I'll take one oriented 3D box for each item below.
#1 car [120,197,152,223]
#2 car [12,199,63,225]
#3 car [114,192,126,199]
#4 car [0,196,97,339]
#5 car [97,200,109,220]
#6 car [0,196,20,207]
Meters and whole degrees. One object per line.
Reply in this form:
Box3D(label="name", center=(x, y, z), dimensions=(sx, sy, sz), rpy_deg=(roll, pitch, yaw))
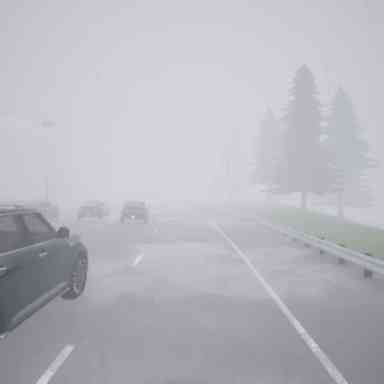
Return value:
Box3D(label="car", center=(-4.092, 1.371, 24.274), dimensions=(1.837, 1.490, 4.892), rpy_deg=(1, 1, -5))
Box3D(label="car", center=(-11.127, 1.371, 24.312), dimensions=(1.837, 1.490, 4.892), rpy_deg=(1, 1, -5))
Box3D(label="car", center=(-19.472, 0.853, 89.895), dimensions=(2.097, 1.767, 4.553), rpy_deg=(0, 0, -29))
Box3D(label="car", center=(-3.398, 1.194, 5.165), dimensions=(2.150, 2.045, 5.566), rpy_deg=(0, 1, 0))
Box3D(label="car", center=(-7.821, 1.378, 26.549), dimensions=(1.812, 1.442, 4.674), rpy_deg=(0, 0, -6))
Box3D(label="car", center=(-25.756, 1.291, 46.150), dimensions=(2.033, 1.411, 5.357), rpy_deg=(0, 0, -14))
